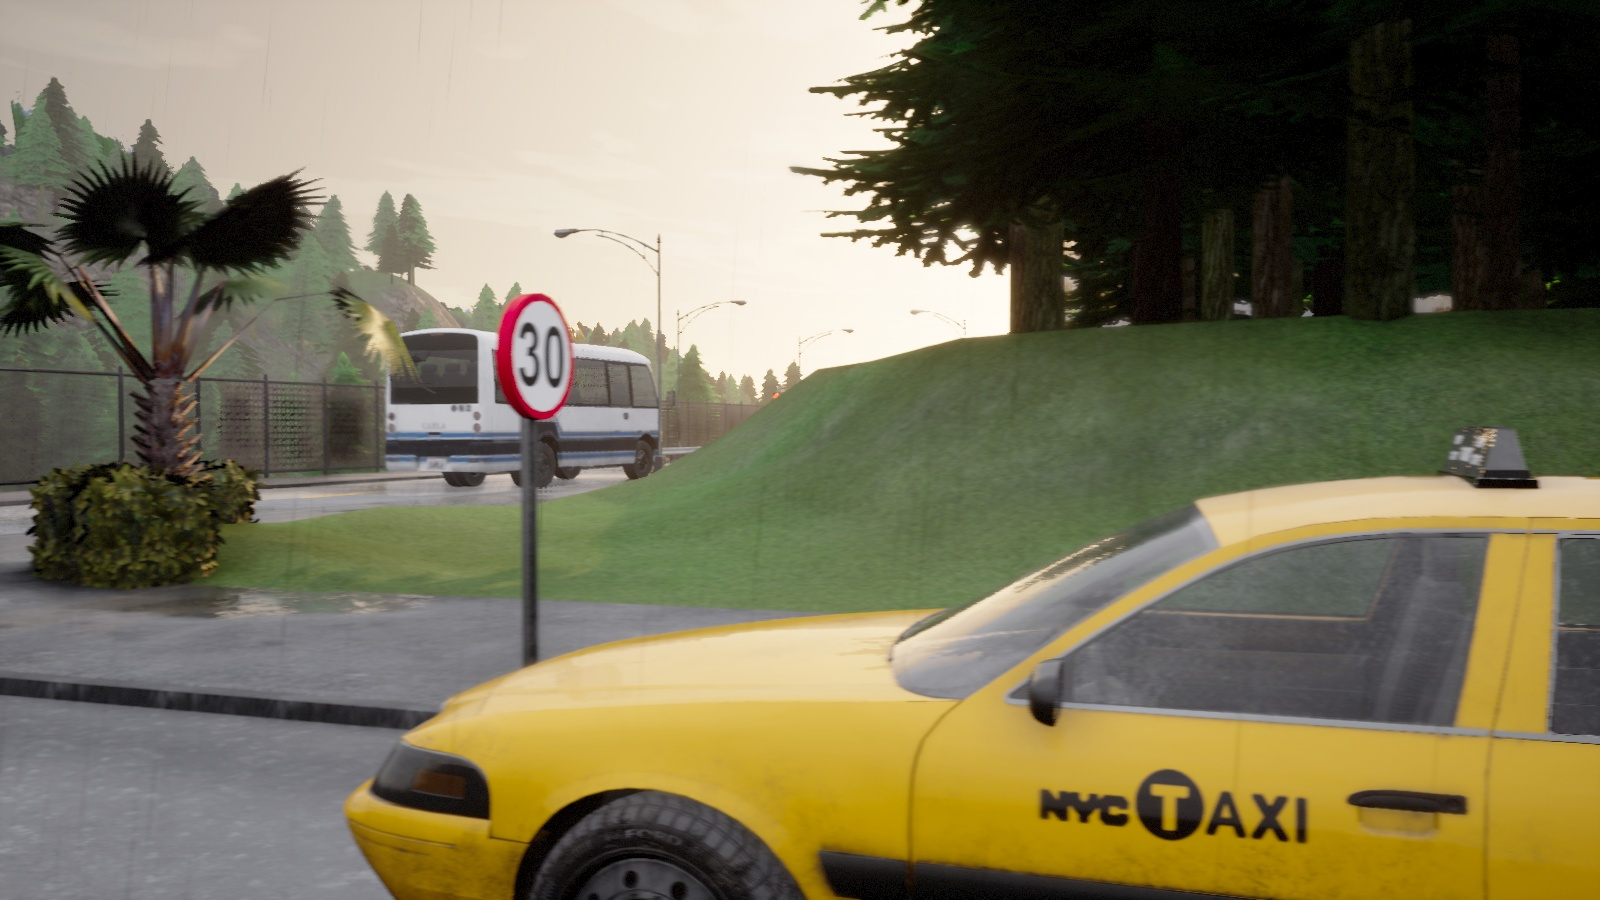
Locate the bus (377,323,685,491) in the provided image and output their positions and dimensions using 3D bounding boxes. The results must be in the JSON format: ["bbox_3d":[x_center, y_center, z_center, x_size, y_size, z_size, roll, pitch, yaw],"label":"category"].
[{"bbox_3d":[-7.524,-1.178,37.440,3.944,4.253,10.273,1,1,21],"label":"bus"}]

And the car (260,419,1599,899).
[{"bbox_3d":[1.440,0.719,3.236,5.366,1.575,1.801,1,1,19],"label":"car"}]
